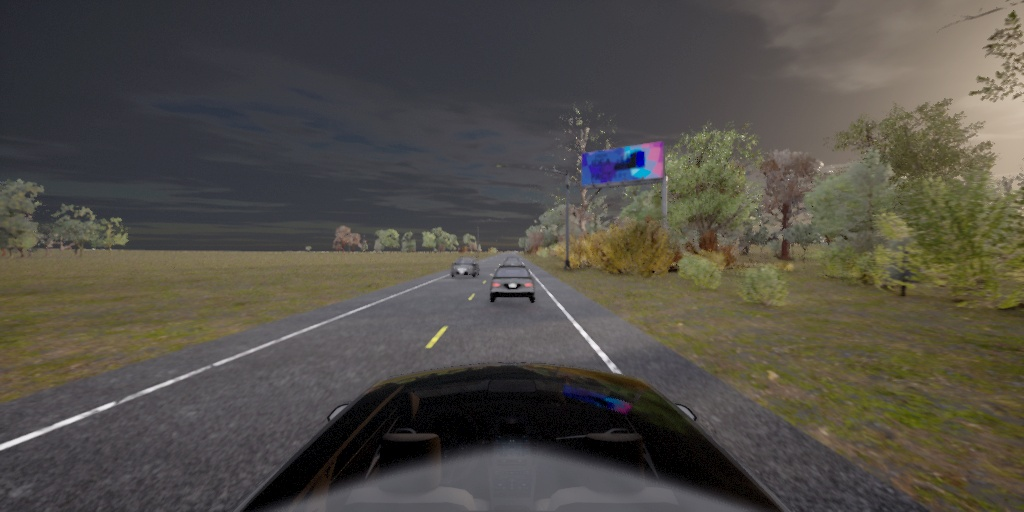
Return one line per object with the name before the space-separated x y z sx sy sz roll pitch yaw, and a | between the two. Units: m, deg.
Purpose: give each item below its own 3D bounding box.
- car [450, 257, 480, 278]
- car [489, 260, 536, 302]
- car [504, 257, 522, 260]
car | -3.533 0.836 27.763 2.128 1.511 4.902 0 1 0
car | 0.029 1.081 15.555 2.033 1.411 5.357 0 1 0
car | 0.077 0.758 37.173 1.994 1.385 4.181 0 1 0
